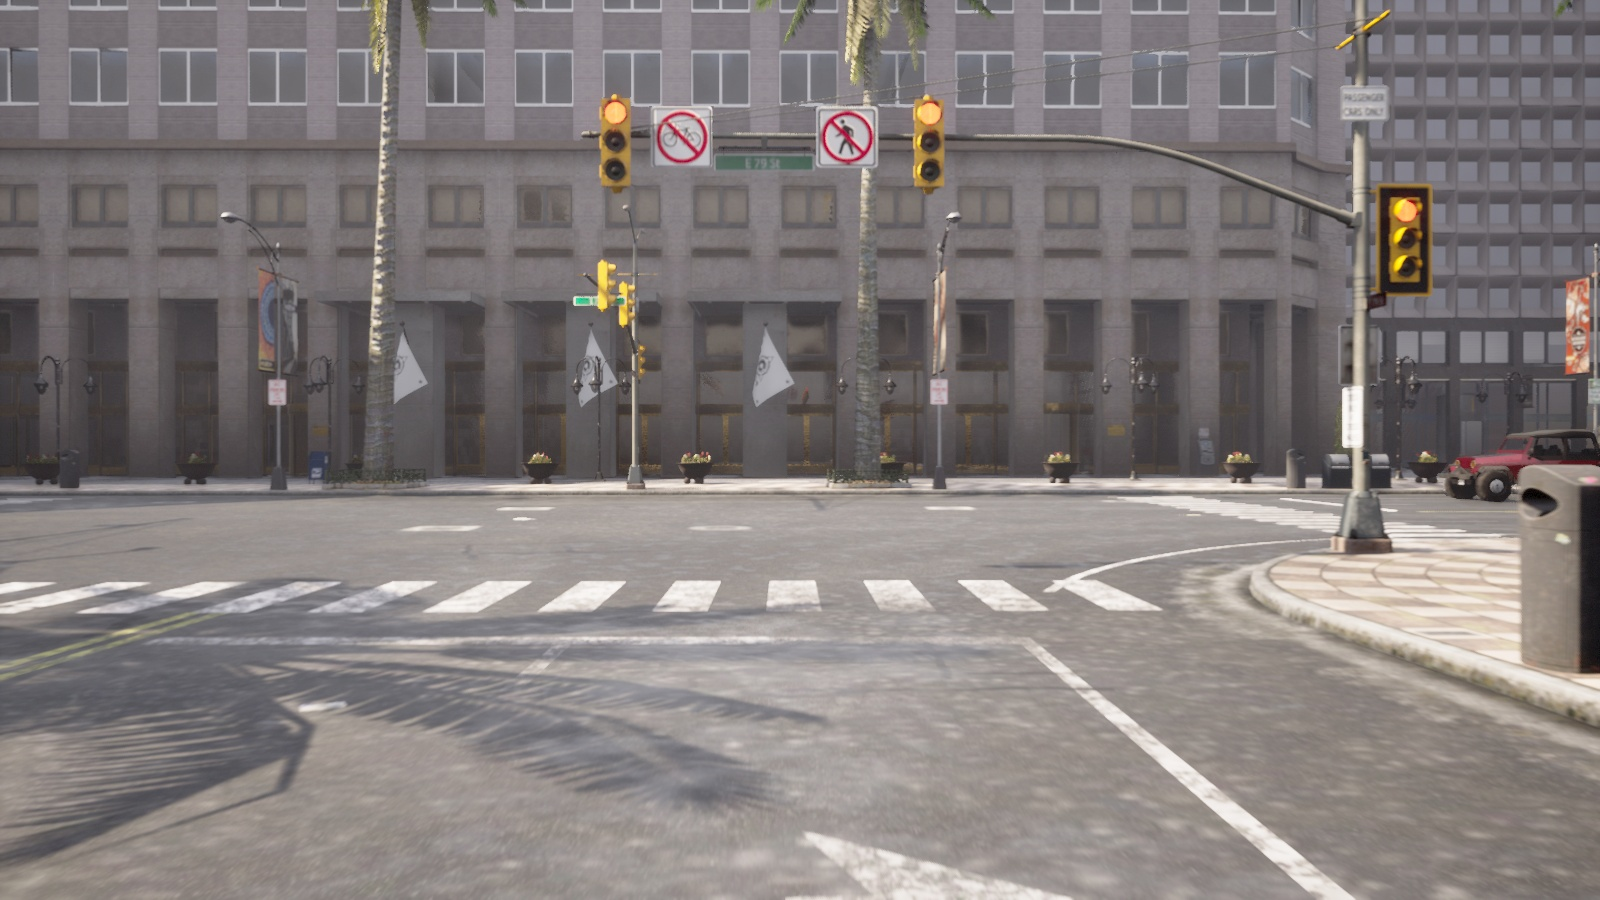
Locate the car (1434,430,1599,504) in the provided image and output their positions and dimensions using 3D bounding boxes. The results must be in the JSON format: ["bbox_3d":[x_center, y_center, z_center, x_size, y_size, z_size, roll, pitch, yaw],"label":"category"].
[{"bbox_3d":[19.125,0.429,33.073,3.866,1.878,1.905,0,0,0],"label":"car"}]

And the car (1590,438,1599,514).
[{"bbox_3d":[18.983,0.558,26.087,3.988,1.617,1.851,0,0,0],"label":"car"}]
